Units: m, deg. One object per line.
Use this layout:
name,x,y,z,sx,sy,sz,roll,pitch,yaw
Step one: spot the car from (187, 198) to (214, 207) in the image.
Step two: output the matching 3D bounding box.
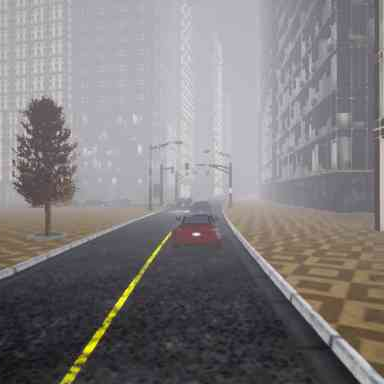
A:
car,0.897,1.473,29.538,1.882,1.535,5.008,0,0,3

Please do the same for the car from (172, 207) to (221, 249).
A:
car,0.224,1.568,14.600,1.994,1.385,4.181,0,0,2

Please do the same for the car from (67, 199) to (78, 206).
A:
car,-24.428,2.026,65.189,4.313,1.339,1.947,-1,1,13

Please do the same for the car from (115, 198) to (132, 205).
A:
car,-13.487,1.812,62.573,4.403,1.369,2.008,-1,1,13

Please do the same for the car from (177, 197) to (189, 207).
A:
car,-0.911,1.491,45.377,2.128,1.511,4.902,0,0,5

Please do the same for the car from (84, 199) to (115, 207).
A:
car,-15.436,1.781,54.423,4.403,1.369,2.008,-1,0,13
